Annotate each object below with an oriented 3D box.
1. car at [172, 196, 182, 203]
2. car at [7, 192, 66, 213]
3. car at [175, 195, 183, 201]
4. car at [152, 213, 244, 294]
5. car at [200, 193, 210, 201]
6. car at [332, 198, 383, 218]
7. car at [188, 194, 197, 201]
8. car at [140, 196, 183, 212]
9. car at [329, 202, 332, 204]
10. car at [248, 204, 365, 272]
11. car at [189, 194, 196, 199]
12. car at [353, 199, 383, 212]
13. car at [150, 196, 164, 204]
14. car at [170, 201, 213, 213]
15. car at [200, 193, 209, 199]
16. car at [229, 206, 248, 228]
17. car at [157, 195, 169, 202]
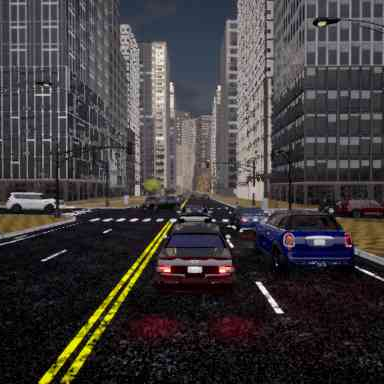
[{"bbox_3d":[-3.116,1.541,69.497,1.895,1.301,4.718,0,0,0],"label":"car"},{"bbox_3d":[-15.926,1.091,34.199,5.566,2.045,2.150,1,1,-1],"label":"car"},{"bbox_3d":[-3.097,1.426,79.577,1.837,1.490,4.892,0,0,0],"label":"car"},{"bbox_3d":[0.110,1.543,8.923,2.033,1.411,5.357,0,0,1],"label":"car"},{"bbox_3d":[3.409,1.392,81.763,1.882,1.535,5.008,0,0,0],"label":"car"},{"bbox_3d":[16.260,1.517,30.950,5.009,1.841,2.192,1,0,1],"label":"car"},{"bbox_3d":[0.159,1.414,81.772,1.837,1.490,4.892,0,0,0],"label":"car"},{"bbox_3d":[-3.504,1.517,38.127,4.718,1.301,1.895,0,1,-40],"label":"car"},{"bbox_3d":[16.485,1.614,36.758,4.892,1.490,1.837,0,1,-1],"label":"car"},{"bbox_3d":[3.370,1.347,10.892,2.097,1.767,4.553,0,0,0],"label":"car"},{"bbox_3d":[0.179,1.277,92.189,2.033,1.411,5.357,0,0,0],"label":"car"},{"bbox_3d":[21.885,1.640,39.226,4.829,1.417,1.752,1,0,1],"label":"car"},{"bbox_3d":[-6.440,1.497,62.322,2.033,1.411,5.357,0,0,0],"label":"car"},{"bbox_3d":[0.136,1.481,18.668,2.128,1.511,4.902,0,0,0],"label":"car"},{"bbox_3d":[3.429,1.093,92.152,2.097,1.767,4.553,0,0,0],"label":"car"},{"bbox_3d":[3.390,1.536,20.277,2.033,1.411,5.357,0,0,0],"label":"car"},{"bbox_3d":[-6.360,1.475,72.992,2.033,1.411,5.357,0,0,0],"label":"car"}]
